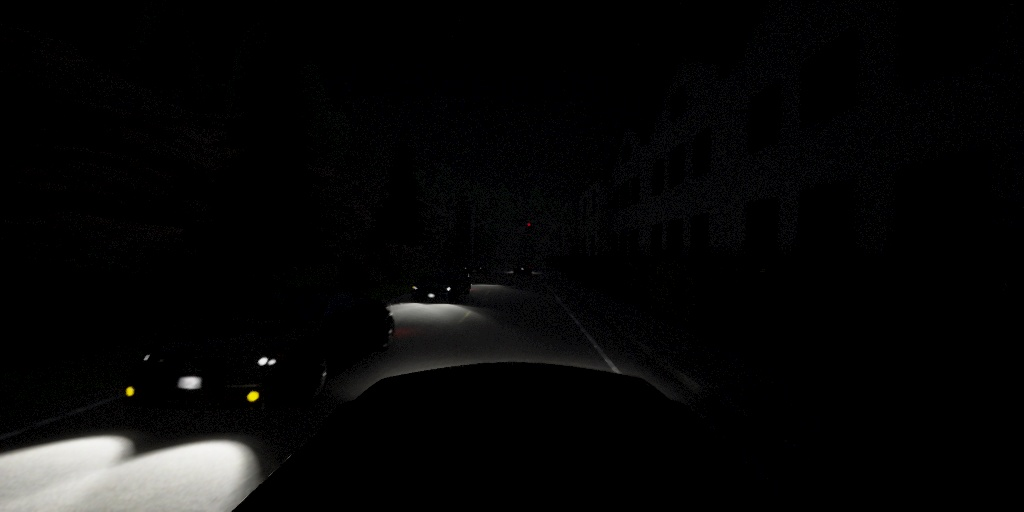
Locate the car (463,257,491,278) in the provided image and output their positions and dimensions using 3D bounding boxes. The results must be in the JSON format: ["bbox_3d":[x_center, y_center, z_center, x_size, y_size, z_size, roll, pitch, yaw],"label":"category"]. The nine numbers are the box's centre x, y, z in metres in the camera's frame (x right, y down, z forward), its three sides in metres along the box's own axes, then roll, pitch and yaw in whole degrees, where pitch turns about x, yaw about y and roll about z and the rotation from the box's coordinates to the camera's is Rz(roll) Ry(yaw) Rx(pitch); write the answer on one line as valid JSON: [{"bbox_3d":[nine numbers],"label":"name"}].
[{"bbox_3d":[-2.684,0.818,28.462,1.837,1.490,4.892,1,0,2],"label":"car"}]

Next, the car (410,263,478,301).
[{"bbox_3d":[-3.146,1.209,17.083,2.033,1.411,5.357,1,0,2],"label":"car"}]

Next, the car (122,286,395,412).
[{"bbox_3d":[-3.518,1.226,5.981,1.994,1.385,4.181,1,0,2],"label":"car"}]

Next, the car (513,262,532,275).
[{"bbox_3d":[1.168,1.314,39.645,1.994,1.385,4.181,1,0,2],"label":"car"}]
